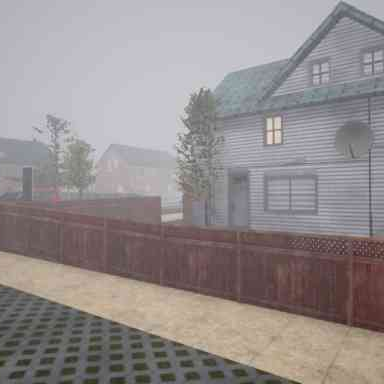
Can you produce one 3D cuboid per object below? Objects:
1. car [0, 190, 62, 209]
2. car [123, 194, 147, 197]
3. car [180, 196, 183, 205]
[{"bbox_3d":[-11.215,0.920,21.762,2.150,2.045,5.566,-1,1,36],"label":"car"},{"bbox_3d":[-5.331,0.949,29.927,2.128,1.511,4.902,-1,1,36],"label":"car"},{"bbox_3d":[0.558,0.568,38.117,2.097,1.767,4.553,-1,1,36],"label":"car"}]
